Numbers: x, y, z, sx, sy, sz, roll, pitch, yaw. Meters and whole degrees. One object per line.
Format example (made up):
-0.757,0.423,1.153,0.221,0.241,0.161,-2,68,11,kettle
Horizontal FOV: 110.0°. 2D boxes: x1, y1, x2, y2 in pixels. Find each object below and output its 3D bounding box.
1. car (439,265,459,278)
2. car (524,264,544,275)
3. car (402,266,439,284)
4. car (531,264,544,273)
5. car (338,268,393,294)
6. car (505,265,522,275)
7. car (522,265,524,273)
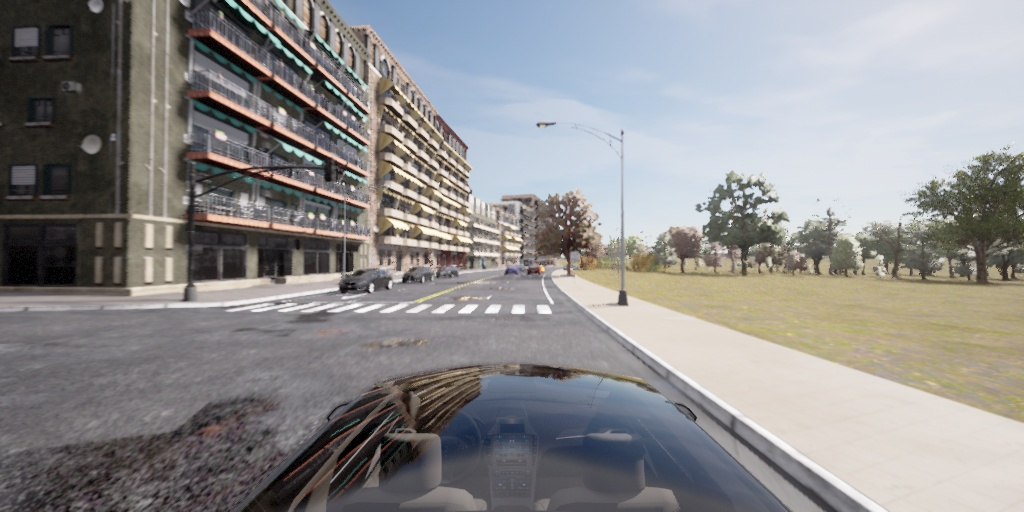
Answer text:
-7.734,1.871,43.640,2.128,1.511,4.902,0,-1,6,car
3.289,2.038,52.858,1.882,1.535,5.008,0,-1,7,car
-8.635,1.715,33.292,1.837,1.490,4.892,0,-1,4,car
4.549,2.228,63.115,1.882,1.535,5.008,0,-1,9,car
-9.268,1.553,23.174,1.837,1.490,4.892,0,-1,3,car
0.010,2.080,52.884,1.812,1.442,4.674,0,-1,6,car
1.414,2.305,63.952,2.033,1.411,5.357,0,-1,9,car
